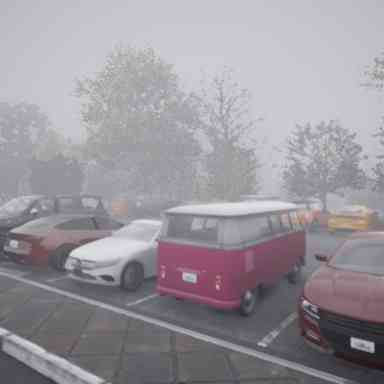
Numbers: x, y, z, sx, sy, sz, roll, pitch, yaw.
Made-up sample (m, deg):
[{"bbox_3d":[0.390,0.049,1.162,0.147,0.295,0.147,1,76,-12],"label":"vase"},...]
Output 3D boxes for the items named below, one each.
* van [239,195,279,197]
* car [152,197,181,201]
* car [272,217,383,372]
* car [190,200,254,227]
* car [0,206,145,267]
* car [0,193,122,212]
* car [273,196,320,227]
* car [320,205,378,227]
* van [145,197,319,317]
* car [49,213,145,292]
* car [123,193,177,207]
[{"bbox_3d":[4.505,1.169,21.286,1.878,1.987,4.442,1,0,36],"label":"van"},{"bbox_3d":[-0.171,1.335,24.272,1.946,1.575,5.366,1,0,36],"label":"car"},{"bbox_3d":[3.409,1.480,5.834,2.097,1.535,5.008,1,0,36],"label":"car"},{"bbox_3d":[2.181,1.366,22.803,2.231,1.521,4.892,1,0,36],"label":"car"},{"bbox_3d":[-3.342,1.422,10.711,2.163,1.488,4.792,1,0,36],"label":"car"},{"bbox_3d":[-5.629,1.112,12.281,2.435,2.045,5.566,1,0,36],"label":"car"},{"bbox_3d":[6.668,1.298,19.551,2.185,1.767,4.553,1,0,36],"label":"car"},{"bbox_3d":[8.831,1.451,18.030,2.097,1.535,5.008,1,0,36],"label":"car"},{"bbox_3d":[1.220,1.225,7.542,1.878,1.987,4.442,1,0,36],"label":"van"},{"bbox_3d":[-1.103,1.462,9.070,2.002,1.452,4.674,1,0,36],"label":"car"},{"bbox_3d":[-2.294,1.064,26.058,2.435,2.045,5.566,0,0,36],"label":"car"}]
